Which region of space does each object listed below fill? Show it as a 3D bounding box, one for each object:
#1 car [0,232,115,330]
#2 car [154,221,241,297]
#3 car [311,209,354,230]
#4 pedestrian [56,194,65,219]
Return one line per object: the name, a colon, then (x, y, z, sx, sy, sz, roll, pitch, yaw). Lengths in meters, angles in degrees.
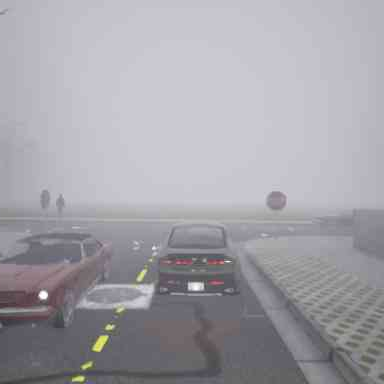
car: (-2.997, 1.608, 7.014, 1.895, 1.301, 4.718, 0, 0, -2)
car: (0.198, 1.515, 8.655, 1.837, 1.490, 4.892, 0, 0, 3)
car: (10.311, 1.782, 21.653, 4.718, 1.301, 1.895, 1, 0, 0)
pedestrian: (-9.678, 1.029, 24.441, 0.375, 1.860, 0.375, 0, -1, 0)
